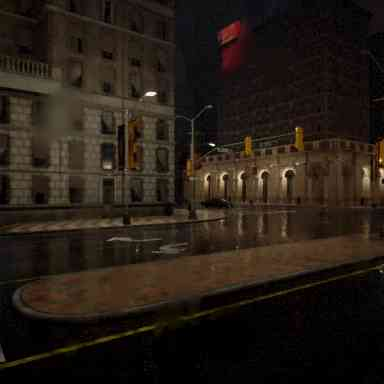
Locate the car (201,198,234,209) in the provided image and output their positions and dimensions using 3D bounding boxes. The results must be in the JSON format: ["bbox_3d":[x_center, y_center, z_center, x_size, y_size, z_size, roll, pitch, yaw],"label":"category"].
[{"bbox_3d":[3.454,1.547,46.941,2.033,1.411,5.357,0,0,-36],"label":"car"}]

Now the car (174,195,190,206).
[{"bbox_3d":[-2.114,1.526,54.797,1.812,1.442,4.674,0,0,-35],"label":"car"}]
